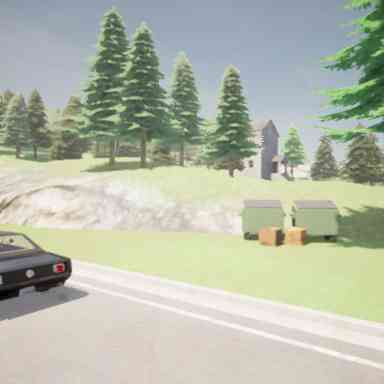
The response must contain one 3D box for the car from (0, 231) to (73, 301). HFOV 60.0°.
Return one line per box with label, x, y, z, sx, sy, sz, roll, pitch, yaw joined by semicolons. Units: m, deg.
car;-4.855;1.537;7.454;4.718;1.301;1.895;1;0;35
